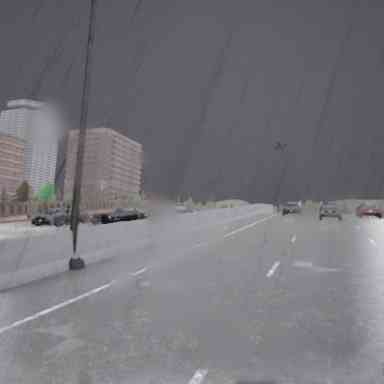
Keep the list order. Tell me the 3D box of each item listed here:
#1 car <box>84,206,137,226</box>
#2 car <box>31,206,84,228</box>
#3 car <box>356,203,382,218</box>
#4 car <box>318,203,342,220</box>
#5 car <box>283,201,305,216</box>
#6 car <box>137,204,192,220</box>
[{"bbox_3d":[-5.251,1.731,23.983,1.895,1.301,4.718,0,0,22],"label":"car"},{"bbox_3d":[-9.183,1.689,23.580,1.994,1.385,4.181,0,0,22],"label":"car"},{"bbox_3d":[17.299,1.785,32.696,1.994,1.385,4.181,0,-1,22],"label":"car"},{"bbox_3d":[12.470,1.723,30.040,2.033,1.411,5.357,0,0,22],"label":"car"},{"bbox_3d":[10.721,1.719,35.083,2.128,1.511,4.902,0,-1,22],"label":"car"},{"bbox_3d":[-1.606,1.608,23.666,1.882,1.535,5.008,0,0,22],"label":"car"}]
